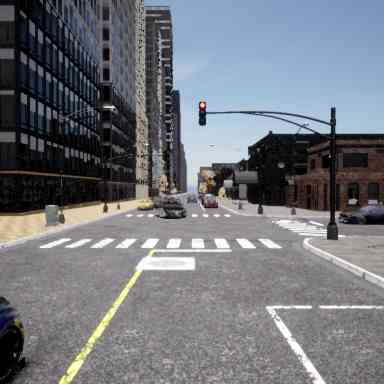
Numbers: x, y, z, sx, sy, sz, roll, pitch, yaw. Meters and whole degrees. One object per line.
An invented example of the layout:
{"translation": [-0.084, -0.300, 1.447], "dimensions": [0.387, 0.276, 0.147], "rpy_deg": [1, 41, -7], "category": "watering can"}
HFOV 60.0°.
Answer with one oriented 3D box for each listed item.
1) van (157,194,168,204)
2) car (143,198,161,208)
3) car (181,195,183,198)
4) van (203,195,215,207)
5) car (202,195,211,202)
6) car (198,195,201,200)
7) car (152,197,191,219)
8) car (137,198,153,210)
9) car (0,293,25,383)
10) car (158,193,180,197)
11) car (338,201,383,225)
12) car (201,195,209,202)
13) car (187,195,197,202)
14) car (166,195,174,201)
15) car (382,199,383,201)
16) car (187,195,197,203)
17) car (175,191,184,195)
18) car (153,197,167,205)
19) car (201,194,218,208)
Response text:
{"translation": [-5.657, 1.327, 64.502], "dimensions": [1.690, 1.788, 3.998], "rpy_deg": [-1, 0, 0], "category": "van"}
{"translation": [-5.657, 1.555, 47.569], "dimensions": [1.947, 1.339, 4.313], "rpy_deg": [-1, 0, 0], "category": "car"}
{"translation": [-3.067, 1.550, 58.308], "dimensions": [1.994, 1.385, 4.181], "rpy_deg": [0, 0, 0], "category": "car"}
{"translation": [2.687, 1.329, 53.157], "dimensions": [1.690, 1.788, 3.998], "rpy_deg": [-1, 0, 0], "category": "van"}
{"translation": [3.163, 1.488, 73.421], "dimensions": [1.837, 1.490, 4.892], "rpy_deg": [0, 0, 0], "category": "car"}
{"translation": [2.688, 1.302, 58.801], "dimensions": [2.192, 1.841, 5.009], "rpy_deg": [-1, 0, 0], "category": "car"}
{"translation": [-1.915, 1.499, 29.329], "dimensions": [1.837, 1.490, 4.892], "rpy_deg": [-1, 0, -17], "category": "car"}
{"translation": [-5.830, 1.515, 41.756], "dimensions": [1.752, 1.417, 4.829], "rpy_deg": [-1, 0, 0], "category": "car"}
{"translation": [-3.100, 1.563, 2.499], "dimensions": [1.994, 1.385, 4.181], "rpy_deg": [0, 0, 0], "category": "car"}
{"translation": [-3.088, 1.341, 44.771], "dimensions": [2.097, 1.767, 4.553], "rpy_deg": [0, 0, 0], "category": "car"}
{"translation": [13.851, 1.662, 24.690], "dimensions": [5.357, 1.411, 2.033], "rpy_deg": [1, 1, 2], "category": "car"}
{"translation": [3.165, 1.488, 80.422], "dimensions": [1.837, 1.490, 4.892], "rpy_deg": [0, 0, 0], "category": "car"}
{"translation": [0.018, 1.430, 78.857], "dimensions": [2.128, 1.511, 4.902], "rpy_deg": [0, 0, 0], "category": "car"}
{"translation": [-5.649, 1.509, 86.909], "dimensions": [1.752, 1.417, 4.829], "rpy_deg": [-1, 0, 0], "category": "car"}
{"translation": [16.532, 1.415, 27.221], "dimensions": [5.009, 1.841, 2.192], "rpy_deg": [1, 0, 1], "category": "car"}
{"translation": [0.016, 1.339, 70.043], "dimensions": [2.097, 1.767, 4.553], "rpy_deg": [0, 0, 0], "category": "car"}
{"translation": [-2.983, 0.825, 73.810], "dimensions": [2.150, 2.045, 5.566], "rpy_deg": [0, 0, 0], "category": "car"}
{"translation": [-5.655, 1.553, 58.859], "dimensions": [1.947, 1.339, 4.313], "rpy_deg": [-1, 0, 0], "category": "car"}
{"translation": [2.688, 1.429, 47.513], "dimensions": [1.967, 1.590, 4.097], "rpy_deg": [-1, 0, 0], "category": "car"}
